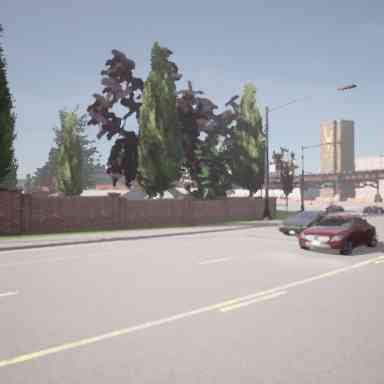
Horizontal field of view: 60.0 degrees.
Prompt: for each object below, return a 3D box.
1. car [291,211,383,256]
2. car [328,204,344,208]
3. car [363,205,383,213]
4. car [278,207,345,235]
[{"bbox_3d":[6.378,1.719,14.241,4.674,1.442,1.812,1,-1,-44],"label":"car"},{"bbox_3d":[24.515,2.802,56.890,1.994,1.385,4.181,0,-1,2],"label":"car"},{"bbox_3d":[27.361,2.623,50.031,1.994,1.385,4.181,0,-1,9],"label":"car"},{"bbox_3d":[7.271,1.844,19.987,2.033,1.411,5.357,0,-1,44],"label":"car"}]
